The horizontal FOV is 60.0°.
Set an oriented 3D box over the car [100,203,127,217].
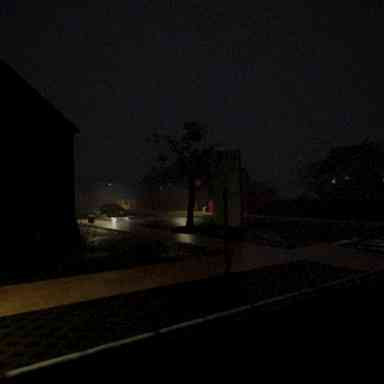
[{"bbox_3d":[-9.229,2.098,38.785,1.837,1.490,4.892,-2,0,-36],"label":"car"}]
